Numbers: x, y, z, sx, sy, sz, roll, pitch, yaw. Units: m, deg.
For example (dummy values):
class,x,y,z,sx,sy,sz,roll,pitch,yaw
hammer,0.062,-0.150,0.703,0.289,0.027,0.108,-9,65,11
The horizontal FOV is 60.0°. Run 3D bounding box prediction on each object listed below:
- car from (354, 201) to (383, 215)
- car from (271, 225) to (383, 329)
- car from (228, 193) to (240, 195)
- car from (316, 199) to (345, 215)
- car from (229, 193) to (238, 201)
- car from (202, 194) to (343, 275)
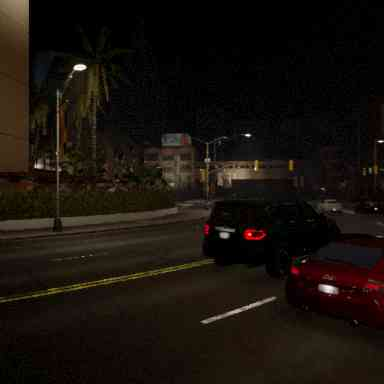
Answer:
class,x,y,z,sx,sy,sz,roll,pitch,yaw
car,17.607,1.546,33.133,1.994,1.385,4.181,0,0,11
car,3.706,1.560,6.794,4.181,1.385,1.994,0,0,-43
car,10.165,1.419,80.938,2.097,1.535,5.008,0,0,7
car,14.454,1.505,35.027,1.812,1.442,4.674,0,0,10
car,10.797,1.289,87.333,2.185,1.767,4.553,0,0,7
car,2.713,1.214,10.539,2.150,2.045,5.566,0,0,44
